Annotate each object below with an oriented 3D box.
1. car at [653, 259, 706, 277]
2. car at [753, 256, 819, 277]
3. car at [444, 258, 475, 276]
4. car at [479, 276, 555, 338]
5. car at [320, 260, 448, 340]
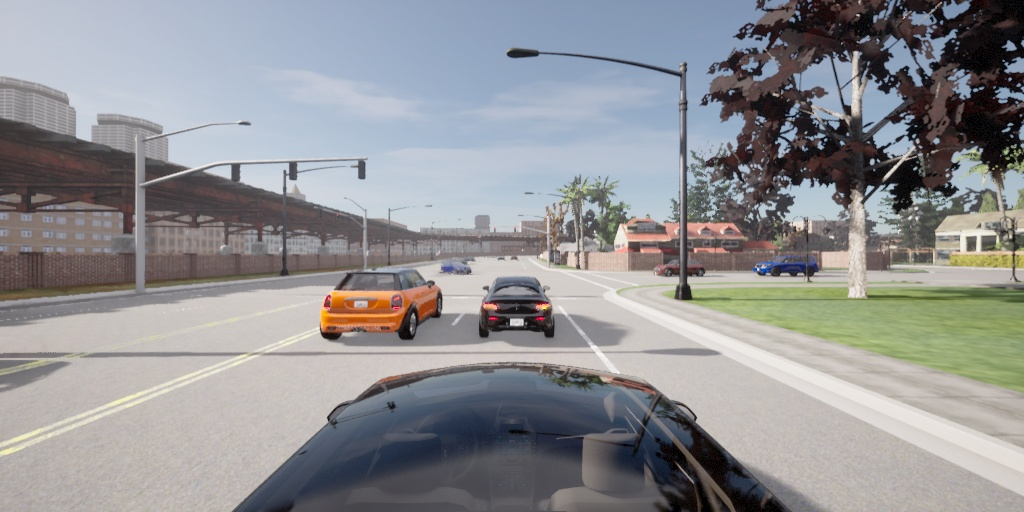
[{"bbox_3d":[16.291,1.115,35.072,4.553,1.767,2.097,0,0,-1],"label":"car"},{"bbox_3d":[26.954,0.984,35.285,5.566,2.045,2.150,0,0,-2],"label":"car"},{"bbox_3d":[-6.114,1.272,38.240,1.812,1.442,4.674,-1,0,-36],"label":"car"},{"bbox_3d":[0.126,1.279,10.121,1.812,1.442,4.674,0,0,0],"label":"car"},{"bbox_3d":[-3.373,1.105,10.176,2.097,1.767,4.553,0,0,1],"label":"car"}]
